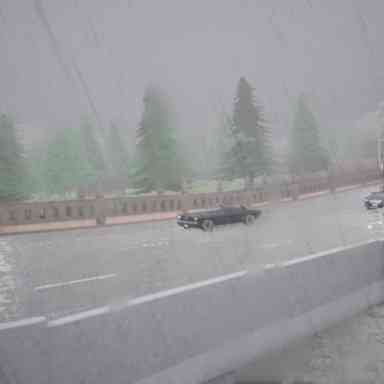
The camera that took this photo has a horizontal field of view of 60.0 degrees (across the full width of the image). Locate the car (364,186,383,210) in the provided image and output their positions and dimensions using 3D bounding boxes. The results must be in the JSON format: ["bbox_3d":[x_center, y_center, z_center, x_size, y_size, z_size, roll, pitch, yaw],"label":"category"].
[{"bbox_3d":[13.366,0.294,22.112,4.902,1.511,2.128,-7,4,-35],"label":"car"}]

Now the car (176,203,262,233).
[{"bbox_3d":[1.510,1.285,17.964,4.718,1.301,1.895,-3,2,-35],"label":"car"}]
